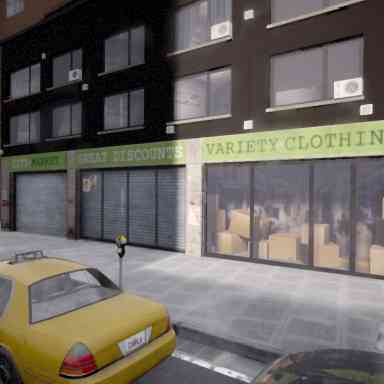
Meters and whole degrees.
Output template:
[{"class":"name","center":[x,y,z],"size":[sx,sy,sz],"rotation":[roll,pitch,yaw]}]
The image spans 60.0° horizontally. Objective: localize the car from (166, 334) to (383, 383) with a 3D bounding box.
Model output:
[{"class":"car","center":[2.248,1.551,1.521],"size":[4.403,1.369,2.008],"rotation":[0,1,35]}]

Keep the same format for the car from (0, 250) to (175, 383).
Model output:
[{"class":"car","center":[-2.489,1.524,4.790],"size":[4.829,1.417,1.752],"rotation":[0,1,35]}]
